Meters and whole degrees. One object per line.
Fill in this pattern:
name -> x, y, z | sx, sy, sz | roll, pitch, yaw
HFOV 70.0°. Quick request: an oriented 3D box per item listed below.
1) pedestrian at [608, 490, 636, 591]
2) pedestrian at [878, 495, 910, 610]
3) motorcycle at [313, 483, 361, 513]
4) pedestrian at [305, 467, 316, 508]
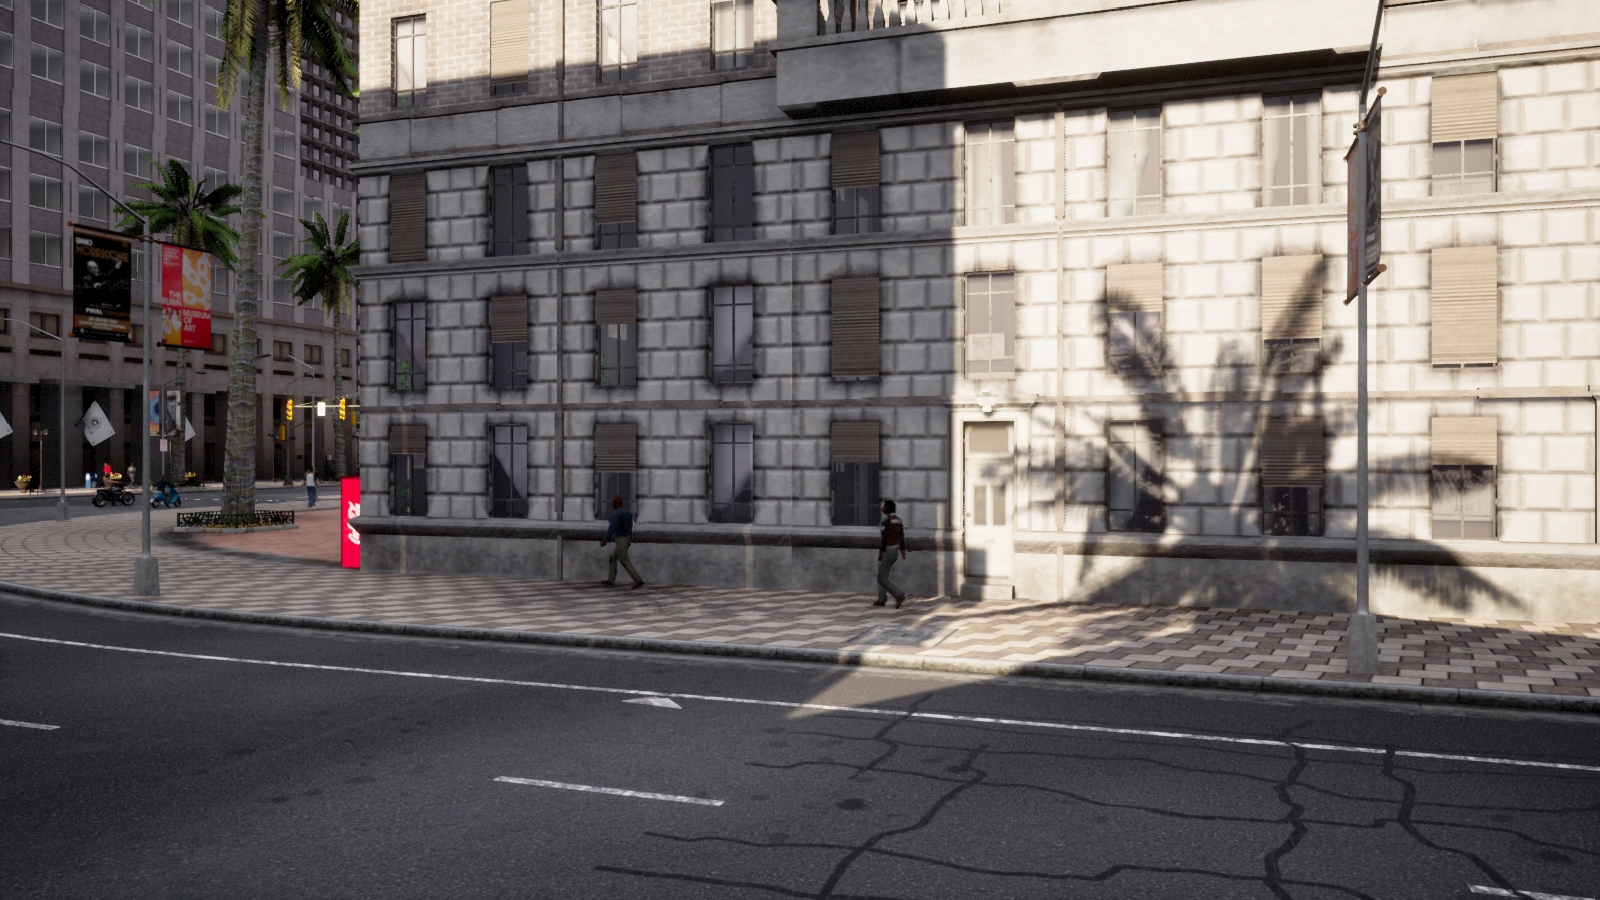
pedestrian -> -3.358, 1.696, 21.586 | 0.375, 1.860, 0.375 | 0, 0, 22
pedestrian -> 1.566, 1.696, 18.976 | 0.375, 1.860, 0.375 | 0, 0, 39
motorcycle -> -21.134, 2.170, 52.239 | 0.764, 1.277, 2.356 | 0, 0, 16
pedestrian -> -22.309, 1.696, 52.114 | 0.375, 1.860, 0.375 | 0, 0, -7
